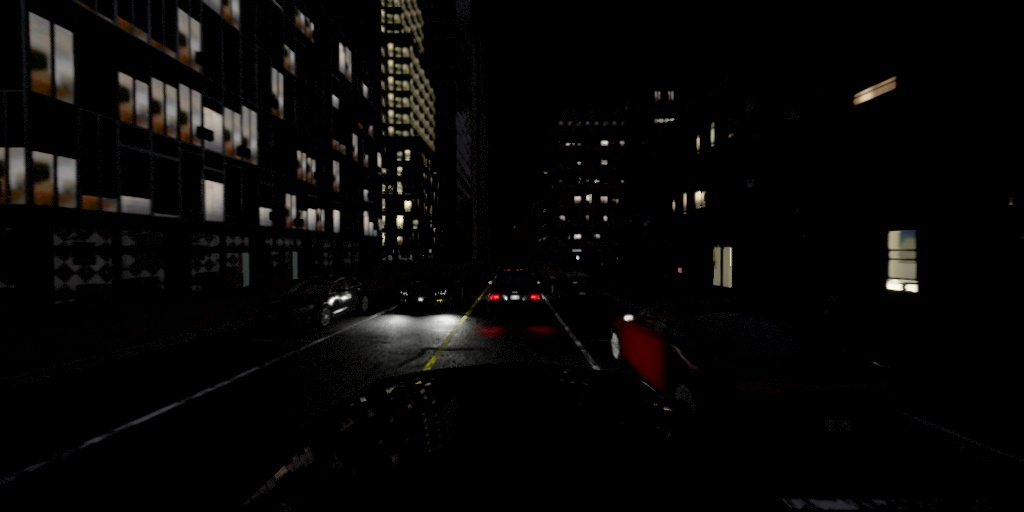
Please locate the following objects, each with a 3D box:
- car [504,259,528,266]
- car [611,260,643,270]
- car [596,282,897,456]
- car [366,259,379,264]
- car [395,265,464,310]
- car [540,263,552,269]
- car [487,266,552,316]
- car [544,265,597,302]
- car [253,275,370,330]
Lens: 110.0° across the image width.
[{"bbox_3d":[0.087,1.190,28.656,1.837,1.490,4.892,0,0,0],"label":"car"},{"bbox_3d":[16.299,1.266,50.970,4.403,1.370,2.007,0,0,1],"label":"car"},{"bbox_3d":[2.758,1.287,5.251,1.888,1.381,4.507,0,0,0],"label":"car"},{"bbox_3d":[-21.676,0.917,51.459,4.829,1.417,1.751,0,0,1],"label":"car"},{"bbox_3d":[-3.099,1.223,14.612,1.837,1.490,4.892,0,0,0],"label":"car"},{"bbox_3d":[2.815,1.213,27.998,1.751,1.417,4.829,0,0,0],"label":"car"},{"bbox_3d":[0.093,1.269,13.133,2.033,1.411,5.357,0,0,0],"label":"car"},{"bbox_3d":[2.817,1.265,16.539,2.007,1.370,4.403,0,0,0],"label":"car"},{"bbox_3d":[-5.795,1.278,10.950,2.007,1.370,4.403,0,0,0],"label":"car"}]
